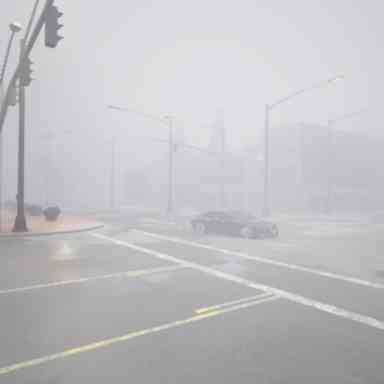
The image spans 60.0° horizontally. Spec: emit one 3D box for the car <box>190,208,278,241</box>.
[{"bbox_3d":[2.096,1.660,17.420,4.892,1.490,1.837,0,1,42],"label":"car"}]
